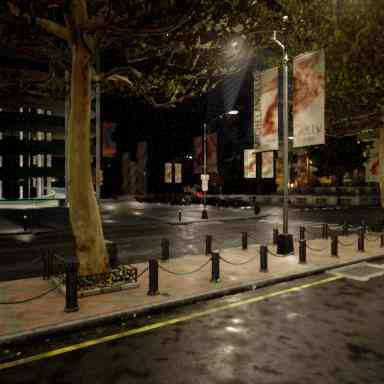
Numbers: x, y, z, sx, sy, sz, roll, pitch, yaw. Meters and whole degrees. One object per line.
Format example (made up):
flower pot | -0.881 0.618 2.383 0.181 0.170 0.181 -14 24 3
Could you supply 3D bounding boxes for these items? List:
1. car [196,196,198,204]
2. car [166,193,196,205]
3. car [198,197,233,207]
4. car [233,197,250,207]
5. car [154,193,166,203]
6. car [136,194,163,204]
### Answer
car | 0.951 1.526 59.689 1.812 1.442 4.674 0 0 -36
car | -1.967 1.352 57.725 2.097 1.767 4.553 0 0 -37
car | 3.472 1.478 50.210 1.882 1.535 5.008 0 0 -35
car | 6.530 1.547 51.960 2.033 1.411 5.357 0 0 -35
car | -5.758 1.221 67.985 5.566 2.045 2.150 0 0 45
car | -8.775 1.547 65.828 5.357 1.411 2.033 0 0 43
